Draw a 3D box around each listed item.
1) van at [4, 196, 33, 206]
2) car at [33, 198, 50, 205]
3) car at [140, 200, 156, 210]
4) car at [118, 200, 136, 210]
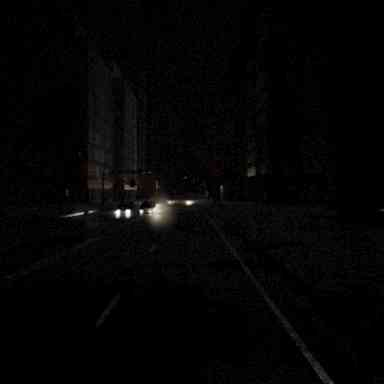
[{"bbox_3d":[-30.550,1.647,57.887,3.998,1.788,1.690,0,0,0],"label":"van"},{"bbox_3d":[-30.545,1.818,66.413,4.313,1.339,1.947,0,0,0],"label":"car"},{"bbox_3d":[-6.504,1.870,49.876,2.033,1.411,5.357,0,0,0],"label":"car"},{"bbox_3d":[-9.754,1.921,49.839,1.895,1.301,4.718,0,0,0],"label":"car"}]
